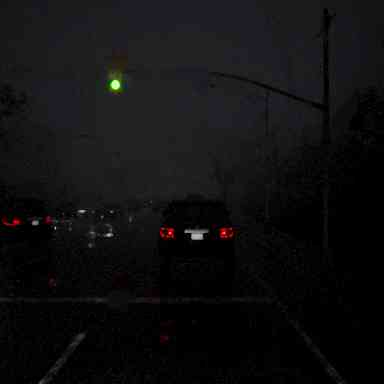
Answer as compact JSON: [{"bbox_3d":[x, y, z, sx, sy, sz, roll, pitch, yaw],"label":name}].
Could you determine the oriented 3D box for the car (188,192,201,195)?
[{"bbox_3d":[0.262,1.275,36.634,2.150,2.045,5.566,0,0,0],"label":"car"}]

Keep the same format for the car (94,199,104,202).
[{"bbox_3d":[-10.420,1.580,37.759,1.812,1.442,4.674,0,0,0],"label":"car"}]

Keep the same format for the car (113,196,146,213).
[{"bbox_3d":[-6.923,1.545,37.312,2.128,1.511,4.902,0,0,0],"label":"car"}]

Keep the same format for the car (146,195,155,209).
[{"bbox_3d":[-6.826,1.583,47.105,2.033,1.411,5.357,0,1,1],"label":"car"}]

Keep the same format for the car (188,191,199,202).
[{"bbox_3d":[0.308,0.825,61.761,2.097,1.767,4.553,0,3,1],"label":"car"}]

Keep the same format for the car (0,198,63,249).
[{"bbox_3d":[-8.239,1.241,13.426,5.566,2.045,2.150,0,-2,25],"label":"car"}]

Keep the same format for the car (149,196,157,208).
[{"bbox_3d":[-3.233,1.546,37.678,2.128,1.511,4.902,0,0,0],"label":"car"}]

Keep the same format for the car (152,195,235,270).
[{"bbox_3d":[0.141,1.238,11.254,2.150,2.045,5.566,0,0,0],"label":"car"}]

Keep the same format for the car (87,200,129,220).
[{"bbox_3d":[-6.979,1.641,28.142,1.895,1.301,4.718,0,0,0],"label":"car"}]

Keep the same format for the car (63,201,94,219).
[{"bbox_3d":[-10.472,1.606,29.078,1.994,1.385,4.181,0,0,0],"label":"car"}]
